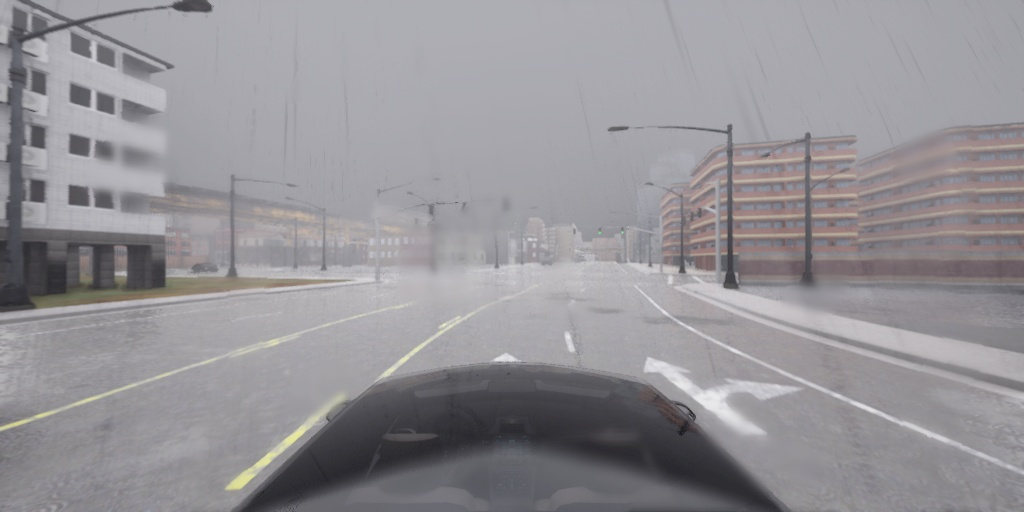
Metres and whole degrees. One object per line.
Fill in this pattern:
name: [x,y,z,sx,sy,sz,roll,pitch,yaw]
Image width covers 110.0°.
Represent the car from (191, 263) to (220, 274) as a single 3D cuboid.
car: [-42.047,1.709,49.079,4.892,1.490,1.837,0,0,29]
